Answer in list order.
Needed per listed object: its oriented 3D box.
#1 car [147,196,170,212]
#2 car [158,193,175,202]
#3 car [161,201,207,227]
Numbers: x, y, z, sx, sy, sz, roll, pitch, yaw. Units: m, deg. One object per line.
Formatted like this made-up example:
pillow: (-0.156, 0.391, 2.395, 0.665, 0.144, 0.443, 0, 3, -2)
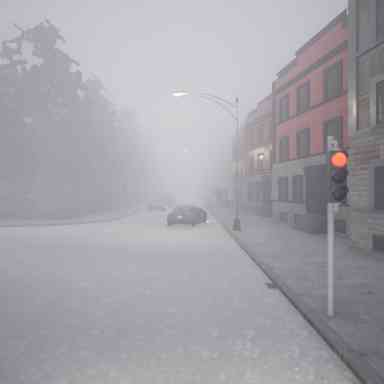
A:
car: (-4.095, 1.547, 39.352, 2.033, 1.411, 5.357, 0, 0, 0)
car: (-4.088, 1.221, 49.539, 2.150, 2.045, 5.566, 0, 0, 0)
car: (-0.275, 1.564, 23.051, 1.994, 1.385, 4.181, 0, 0, 15)
